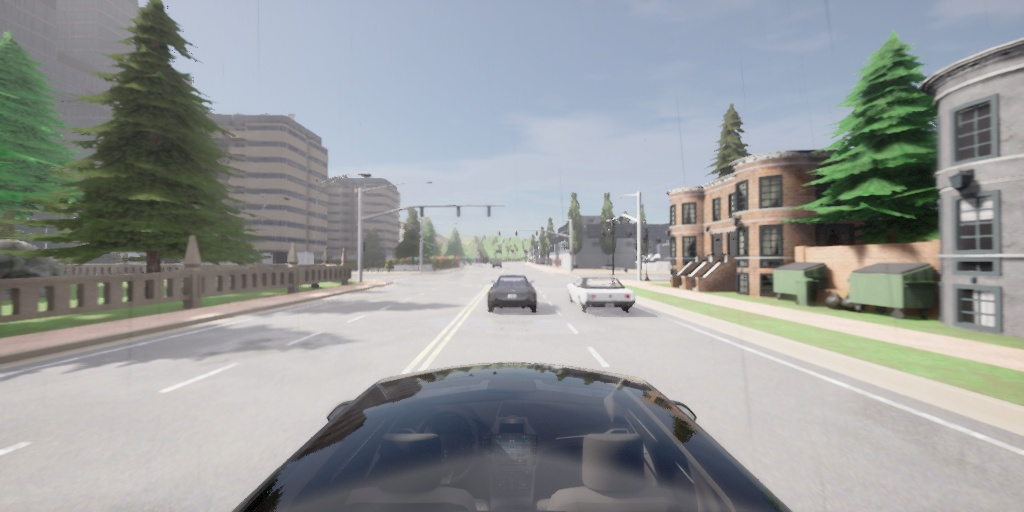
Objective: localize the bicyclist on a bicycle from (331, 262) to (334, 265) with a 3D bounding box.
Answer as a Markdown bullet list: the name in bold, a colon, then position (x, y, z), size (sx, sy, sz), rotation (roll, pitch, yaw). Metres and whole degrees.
- **bicyclist on a bicycle**: position (-25.242, 1.616, 50.379), size (0.582, 1.620, 1.656), rotation (0, -1, 0)

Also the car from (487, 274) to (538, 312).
- **car**: position (0.027, 1.472, 15.256), size (1.994, 1.385, 4.181), rotation (0, -1, 1)

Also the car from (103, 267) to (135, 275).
- **car**: position (-46.421, 1.720, 43.029), size (4.902, 1.511, 2.128), rotation (0, -1, 0)

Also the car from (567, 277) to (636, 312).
- **car**: position (3.522, 1.507, 15.057), size (1.895, 1.301, 4.718), rotation (0, -1, 1)
